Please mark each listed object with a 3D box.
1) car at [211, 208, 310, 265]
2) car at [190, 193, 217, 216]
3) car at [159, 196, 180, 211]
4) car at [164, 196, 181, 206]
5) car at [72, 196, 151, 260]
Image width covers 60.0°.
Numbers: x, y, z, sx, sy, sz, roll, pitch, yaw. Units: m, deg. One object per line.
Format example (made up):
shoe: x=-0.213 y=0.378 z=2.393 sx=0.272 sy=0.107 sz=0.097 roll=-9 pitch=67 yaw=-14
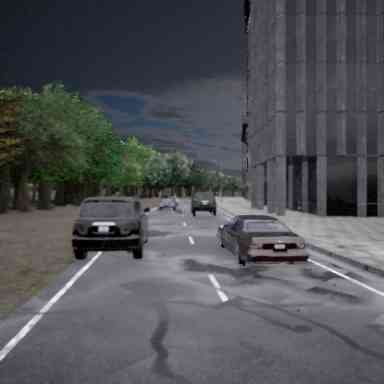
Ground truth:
car: x=2.143 y=1.506 z=11.462 sx=2.033 sy=1.411 sz=5.357 roll=0 pitch=0 yaw=-5
car: x=1.038 y=1.057 z=31.040 sx=2.150 sy=2.045 sz=5.566 roll=0 pitch=0 yaw=-2
car: x=-2.664 y=1.327 z=37.636 sx=2.033 sy=1.411 sz=5.357 roll=0 pitch=0 yaw=0
car: x=-2.778 y=1.293 z=48.279 sx=1.895 sy=1.301 sz=4.718 roll=0 pitch=0 yaw=2
car: x=-2.807 y=1.168 z=12.422 sx=2.150 sy=2.045 sz=5.566 roll=0 pitch=0 yaw=-5
